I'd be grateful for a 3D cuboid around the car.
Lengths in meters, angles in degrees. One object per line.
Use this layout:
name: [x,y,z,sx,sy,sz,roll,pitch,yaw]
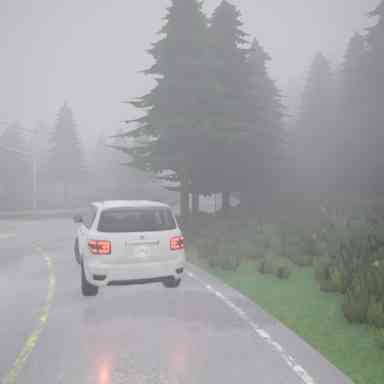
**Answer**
car: [-1.901,1.221,8.996,2.150,2.045,5.566,0,0,-20]
